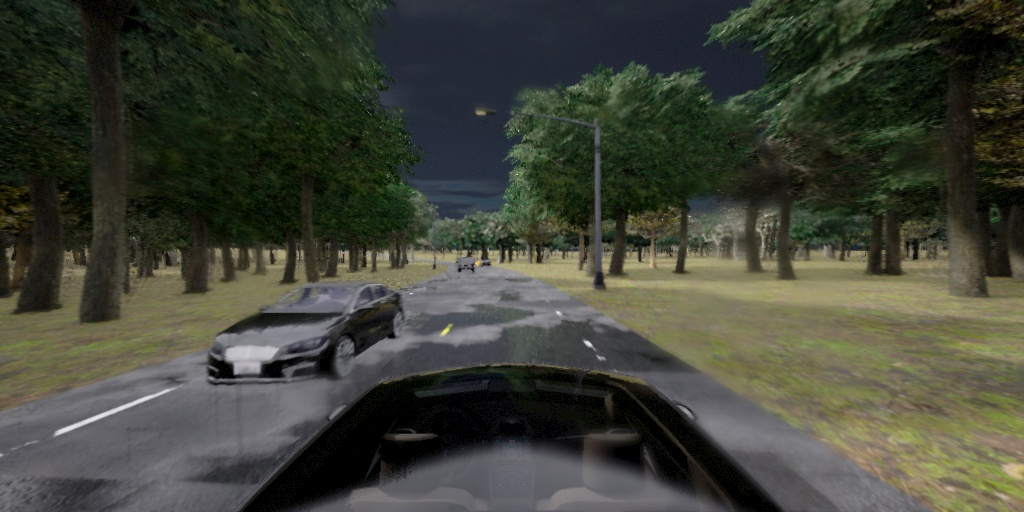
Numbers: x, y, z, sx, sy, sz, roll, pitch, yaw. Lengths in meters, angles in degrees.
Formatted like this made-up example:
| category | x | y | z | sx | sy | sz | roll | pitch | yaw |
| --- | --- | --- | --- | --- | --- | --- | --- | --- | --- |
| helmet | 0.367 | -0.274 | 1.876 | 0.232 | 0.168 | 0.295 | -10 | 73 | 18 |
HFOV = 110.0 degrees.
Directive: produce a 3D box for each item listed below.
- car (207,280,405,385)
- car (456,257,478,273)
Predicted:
| category | x | y | z | sx | sy | sz | roll | pitch | yaw |
| --- | --- | --- | --- | --- | --- | --- | --- | --- | --- |
| car | -3.647 | 1.281 | 7.361 | 2.128 | 1.511 | 4.902 | 0 | 0 | -1 |
| car | -6.044 | 1.177 | 47.924 | 2.150 | 2.045 | 5.566 | 0 | 0 | -6 |
